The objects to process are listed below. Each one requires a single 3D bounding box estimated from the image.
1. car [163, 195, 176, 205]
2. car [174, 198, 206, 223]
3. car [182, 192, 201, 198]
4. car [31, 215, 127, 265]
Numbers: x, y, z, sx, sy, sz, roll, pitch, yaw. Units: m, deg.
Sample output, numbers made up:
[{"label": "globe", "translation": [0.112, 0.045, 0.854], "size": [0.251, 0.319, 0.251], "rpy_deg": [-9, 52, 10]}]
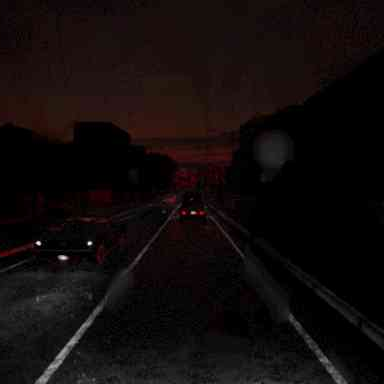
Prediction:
[{"label": "car", "translation": [-3.544, 1.219, 52.589], "size": [1.812, 1.442, 4.674], "rpy_deg": [0, 0, 0]}, {"label": "car", "translation": [0.037, 1.374, 23.760], "size": [2.033, 1.411, 5.357], "rpy_deg": [0, 0, 0]}, {"label": "car", "translation": [-0.056, 0.962, 40.434], "size": [2.150, 2.045, 5.566], "rpy_deg": [0, 0, 0]}, {"label": "car", "translation": [-3.591, 1.511, 11.487], "size": [1.895, 1.301, 4.718], "rpy_deg": [0, 0, 0]}]
